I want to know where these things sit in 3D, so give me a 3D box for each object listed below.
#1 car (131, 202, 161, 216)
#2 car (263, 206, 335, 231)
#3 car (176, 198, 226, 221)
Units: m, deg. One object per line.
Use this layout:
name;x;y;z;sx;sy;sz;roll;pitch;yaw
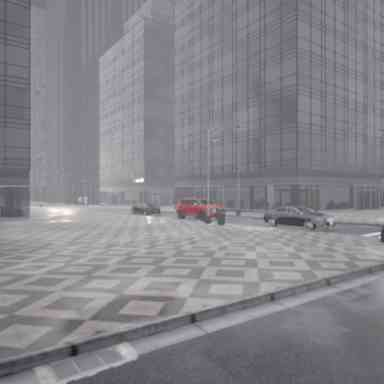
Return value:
car;-5.468;1.982;39.174;1.882;1.535;5.008;0;-1;-36
car;6.951;1.671;22.032;2.128;1.511;4.902;0;-1;-36
car;0.685;1.565;30.666;2.150;2.045;5.566;0;-1;-37
